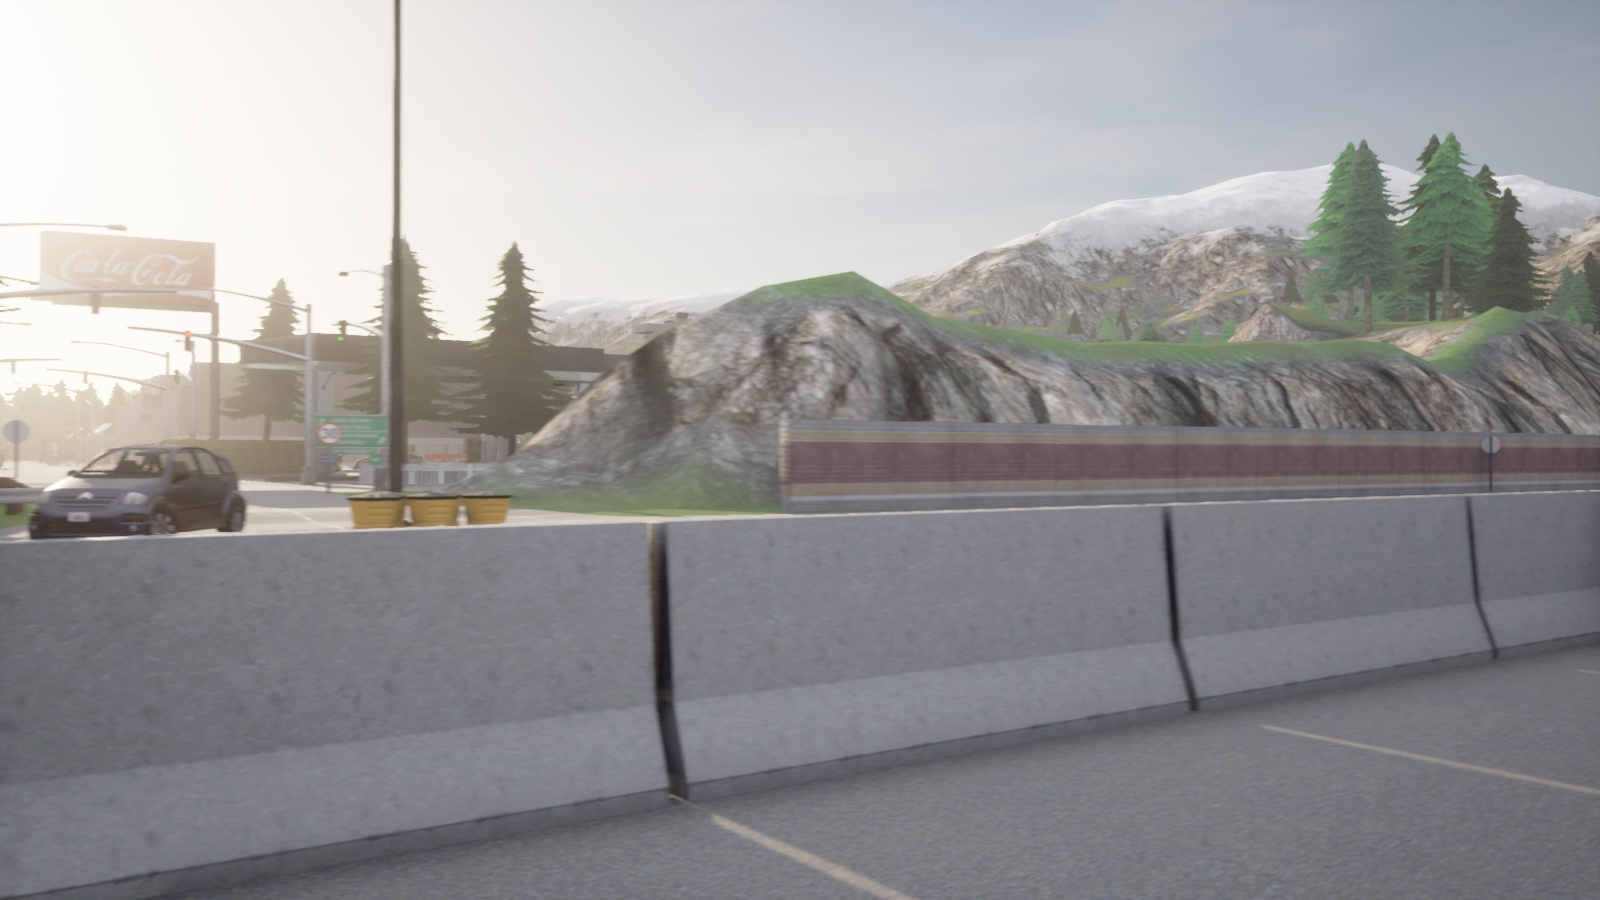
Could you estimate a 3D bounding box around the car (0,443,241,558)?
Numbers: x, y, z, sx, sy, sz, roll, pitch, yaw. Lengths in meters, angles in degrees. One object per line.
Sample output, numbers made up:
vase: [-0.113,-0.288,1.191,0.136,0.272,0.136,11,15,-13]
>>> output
car: [-10.566,0.711,19.703,1.851,1.617,3.988,0,0,-1]

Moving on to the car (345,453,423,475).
car: [-30.003,0.984,90.638,4.902,1.511,2.128,0,0,-35]
